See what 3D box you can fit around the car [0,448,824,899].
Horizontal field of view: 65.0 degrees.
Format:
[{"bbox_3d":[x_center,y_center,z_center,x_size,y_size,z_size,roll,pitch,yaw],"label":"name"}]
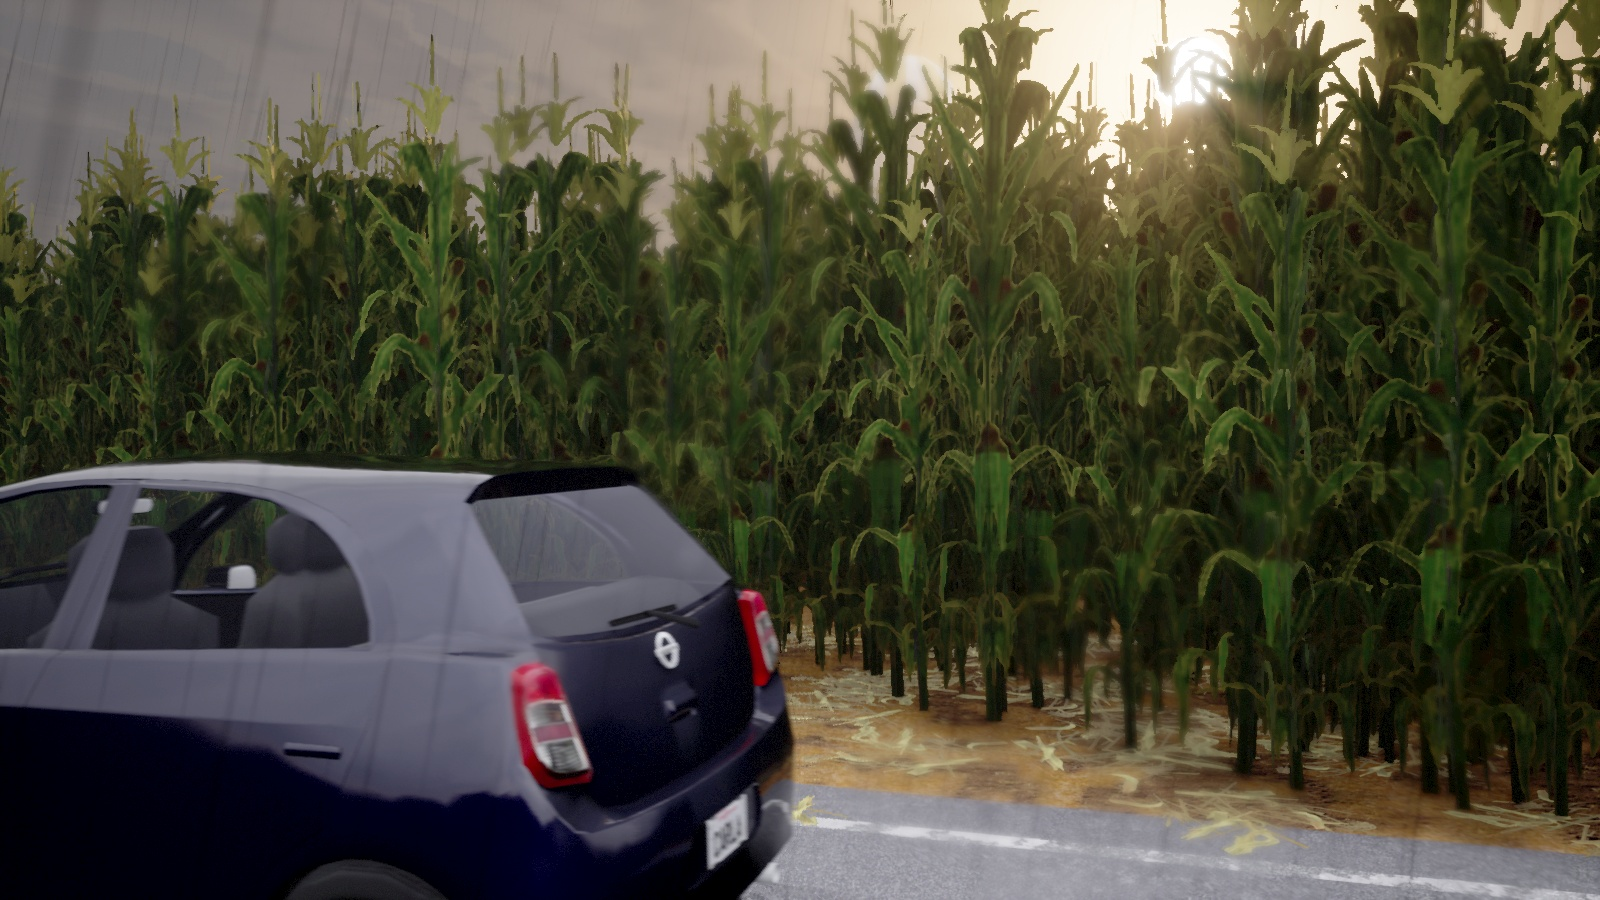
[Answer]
[{"bbox_3d":[-1.940,0.773,3.846,3.633,1.501,1.845,1,1,19],"label":"car"}]
